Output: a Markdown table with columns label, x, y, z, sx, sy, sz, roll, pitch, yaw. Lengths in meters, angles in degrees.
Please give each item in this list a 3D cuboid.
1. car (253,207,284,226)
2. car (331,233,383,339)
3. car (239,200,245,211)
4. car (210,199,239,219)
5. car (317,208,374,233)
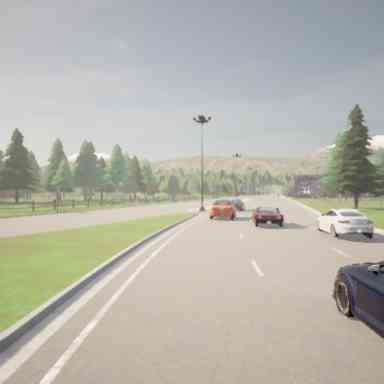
| label | x | y | z | sx | sy | sz | roll | pitch | yaw |
| --- | --- | --- | --- | --- | --- | --- | --- | --- | --- |
| car | 5.402 | 1.708 | 24.100 | 1.895 | 1.301 | 4.718 | 0 | 0 | 8 |
| car | 3.718 | 1.585 | 4.846 | 1.994 | 1.385 | 4.181 | 0 | 0 | 1 |
| car | 5.779 | 1.739 | 43.224 | 2.033 | 1.411 | 5.357 | 0 | 0 | 14 |
| car | 2.903 | 1.489 | 30.459 | 2.097 | 1.767 | 4.553 | 0 | 0 | 9 |
| car | 8.142 | 1.605 | 17.946 | 1.812 | 1.442 | 4.674 | 0 | 0 | 6 |
